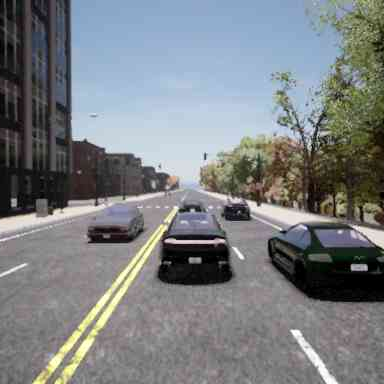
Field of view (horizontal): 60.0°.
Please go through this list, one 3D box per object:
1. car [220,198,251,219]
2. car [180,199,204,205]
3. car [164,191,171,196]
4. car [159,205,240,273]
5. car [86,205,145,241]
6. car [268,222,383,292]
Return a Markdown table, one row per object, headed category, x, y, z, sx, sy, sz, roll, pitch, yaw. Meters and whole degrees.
| category | x | y | z | sx | sy | sz | roll | pitch | yaw |
| --- | --- | --- | --- | --- | --- | --- | --- | --- | --- |
| car | 3.287 | 1.174 | 25.534 | 2.128 | 1.511 | 4.902 | 0 | 1 | 0 |
| car | 0.036 | 1.243 | 25.916 | 1.994 | 1.385 | 4.181 | 0 | 1 | 0 |
| car | -6.857 | 0.371 | 93.979 | 2.128 | 1.511 | 4.902 | 0 | 1 | 0 |
| car | 0.072 | 1.363 | 10.217 | 2.128 | 1.511 | 4.902 | 0 | 1 | 0 |
| car | -3.389 | 1.351 | 15.872 | 2.033 | 1.411 | 5.357 | 0 | 1 | 0 |
| car | 3.328 | 1.454 | 8.646 | 1.994 | 1.385 | 4.181 | 0 | 1 | 0 |
